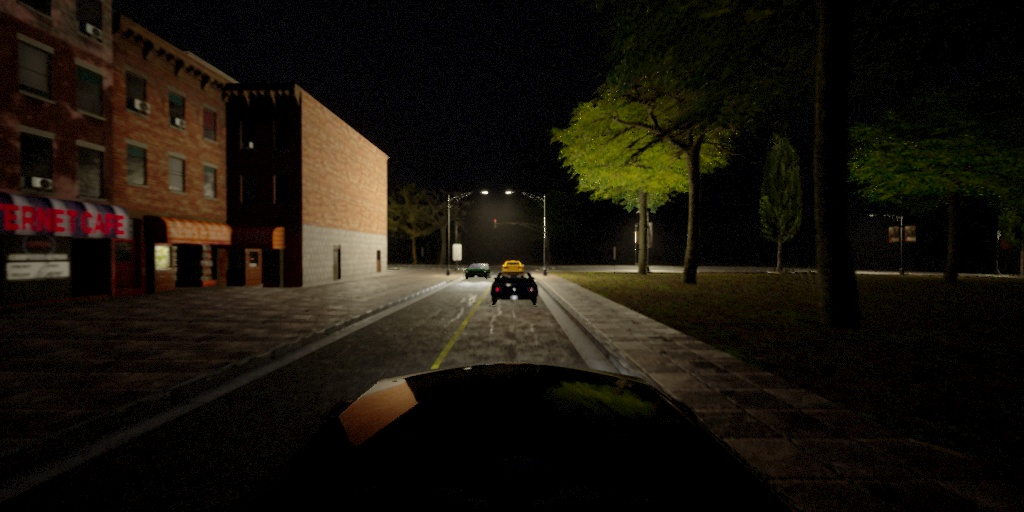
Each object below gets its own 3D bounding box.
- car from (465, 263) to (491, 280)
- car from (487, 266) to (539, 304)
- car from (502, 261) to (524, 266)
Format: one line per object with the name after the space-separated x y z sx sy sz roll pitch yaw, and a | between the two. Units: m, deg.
-2.819 1.304 30.466 1.895 1.301 4.718 0 0 0 | car
0.094 1.307 15.936 1.895 1.301 4.718 0 0 0 | car
0.090 1.184 33.038 1.882 1.535 5.008 0 0 0 | car
